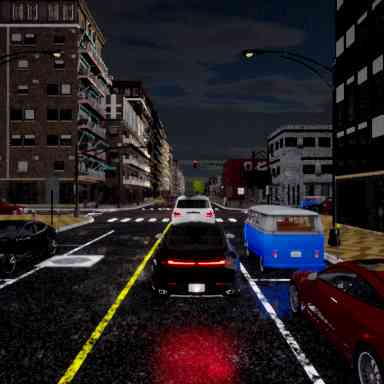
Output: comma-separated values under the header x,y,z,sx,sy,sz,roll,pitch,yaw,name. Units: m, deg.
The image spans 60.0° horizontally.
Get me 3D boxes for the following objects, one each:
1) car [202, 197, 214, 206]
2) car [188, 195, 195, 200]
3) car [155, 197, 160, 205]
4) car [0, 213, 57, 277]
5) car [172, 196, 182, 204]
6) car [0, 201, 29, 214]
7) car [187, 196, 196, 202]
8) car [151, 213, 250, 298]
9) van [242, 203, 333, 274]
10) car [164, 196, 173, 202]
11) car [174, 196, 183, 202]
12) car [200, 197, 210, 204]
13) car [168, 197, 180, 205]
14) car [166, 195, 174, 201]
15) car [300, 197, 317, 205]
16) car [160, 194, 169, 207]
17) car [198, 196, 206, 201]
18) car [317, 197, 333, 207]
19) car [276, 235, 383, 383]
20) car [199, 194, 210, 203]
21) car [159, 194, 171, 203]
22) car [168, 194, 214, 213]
x,y,z,sx,sy,sz,roll,pitch,yaw,name
2.596,1.562,55.265,1.752,1.417,4.829,0,0,0,car
-0.160,1.584,91.929,1.895,1.301,4.718,0,0,0,car
-5.794,1.569,60.448,1.752,1.417,4.829,0,0,0,car
-5.705,1.567,10.319,1.947,1.339,4.313,0,0,0,car
-3.134,1.581,68.164,1.812,1.442,4.674,0,0,0,car
-17.520,1.535,31.084,4.206,1.307,1.802,0,0,0,car
-0.143,1.618,81.479,2.033,1.411,5.357,0,0,0,car
0.083,1.506,8.491,1.837,1.490,4.892,0,0,0,car
2.643,1.343,10.308,1.690,1.788,3.998,0,0,0,van
-5.833,1.632,82.775,2.008,1.369,4.403,0,0,0,car
-3.138,1.624,78.180,1.994,1.385,4.181,0,0,0,car
2.577,1.634,66.173,1.802,1.307,4.206,0,0,0,car
-3.179,1.643,59.108,1.895,1.301,4.718,0,0,0,car
-5.842,1.617,88.144,1.752,1.417,4.829,0,0,0,car
15.082,1.620,36.973,5.357,1.411,2.033,0,0,2,car
-3.187,1.383,50.165,2.097,1.767,4.553,0,0,0,car
2.538,1.643,88.329,2.008,1.369,4.403,0,0,0,car
14.868,1.359,31.221,5.009,1.841,2.192,0,0,0,car
2.652,1.582,4.619,1.802,1.307,4.206,0,0,0,car
2.568,1.376,71.712,2.192,1.841,5.009,0,0,0,car
-5.813,1.376,71.697,2.192,1.841,5.009,0,0,0,car
0.057,1.225,18.491,2.150,2.045,5.566,0,0,0,car
